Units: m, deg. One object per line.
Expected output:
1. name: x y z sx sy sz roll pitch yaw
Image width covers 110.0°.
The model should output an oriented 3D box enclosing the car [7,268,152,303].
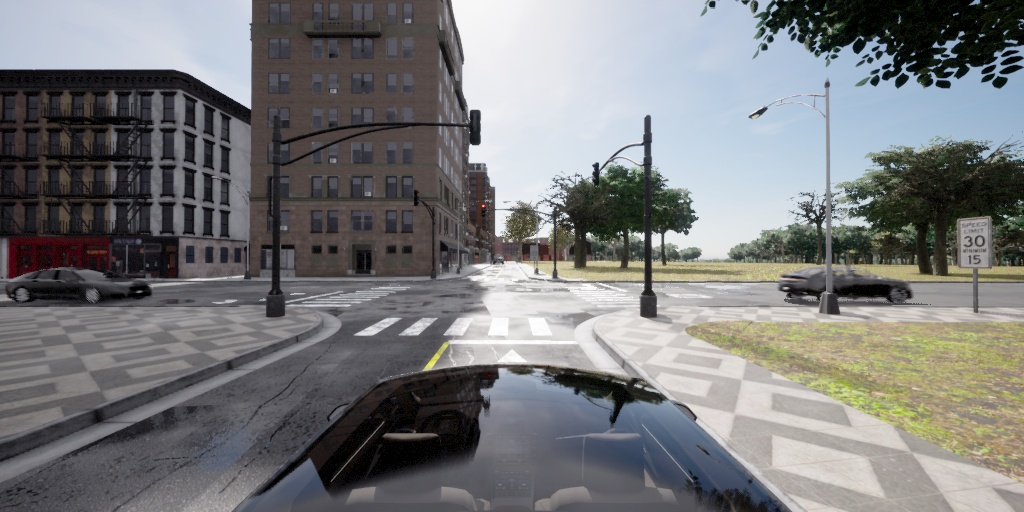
1. car: -18.495 1.275 15.455 4.892 1.490 1.837 0 -1 0

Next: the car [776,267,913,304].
1. car: 14.234 1.212 15.464 4.902 1.511 2.128 0 -1 0
